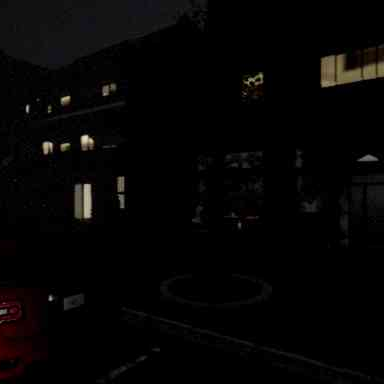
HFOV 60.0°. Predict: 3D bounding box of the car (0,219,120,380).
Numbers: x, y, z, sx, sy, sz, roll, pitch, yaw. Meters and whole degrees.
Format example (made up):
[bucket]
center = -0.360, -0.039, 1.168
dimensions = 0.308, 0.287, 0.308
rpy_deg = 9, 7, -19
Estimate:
[car]
center = -3.306, 1.366, 5.229
dimensions = 5.009, 1.841, 2.192
rpy_deg = -1, 0, 36
